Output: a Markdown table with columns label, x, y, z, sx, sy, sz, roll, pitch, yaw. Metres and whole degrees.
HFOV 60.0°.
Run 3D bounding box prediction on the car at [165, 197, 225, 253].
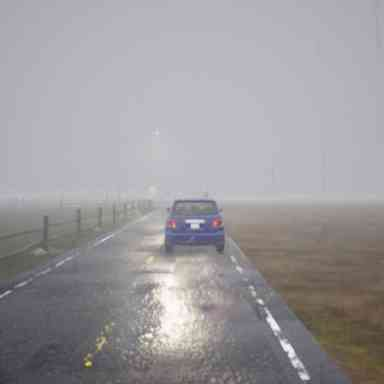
| label | x | y | z | sx | sy | sz | roll | pitch | yaw |
| --- | --- | --- | --- | --- | --- | --- | --- | --- | --- |
| car | 0.101 | 1.211 | 13.704 | 2.150 | 2.045 | 5.566 | 0 | 0 | 0 |

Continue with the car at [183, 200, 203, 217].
| label | x | y | z | sx | sy | sz | roll | pitch | yaw |
| --- | --- | --- | --- | --- | --- | --- | --- | --- | --- |
| car | 0.103 | 1.513 | 31.981 | 1.812 | 1.442 | 4.674 | 0 | 0 | 0 |
